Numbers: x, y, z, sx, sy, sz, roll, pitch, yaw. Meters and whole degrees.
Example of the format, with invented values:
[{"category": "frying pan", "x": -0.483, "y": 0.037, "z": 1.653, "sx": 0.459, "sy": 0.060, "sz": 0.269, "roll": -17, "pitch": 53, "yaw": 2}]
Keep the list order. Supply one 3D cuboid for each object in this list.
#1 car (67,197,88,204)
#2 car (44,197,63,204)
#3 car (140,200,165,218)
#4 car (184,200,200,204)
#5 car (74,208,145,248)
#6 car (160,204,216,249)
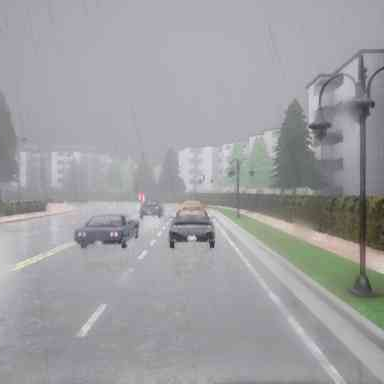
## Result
[{"category": "car", "x": -22.452, "y": 1.586, "z": 65.364, "sx": 4.718, "sy": 1.301, "sz": 1.895, "roll": 0, "pitch": 0, "yaw": 41}, {"category": "car", "x": -26.775, "y": 1.585, "z": 64.325, "sx": 4.181, "sy": 1.385, "sz": 1.994, "roll": 0, "pitch": 0, "yaw": 38}, {"category": "car", "x": -3.500, "y": 1.495, "z": 29.650, "sx": 2.128, "sy": 1.511, "sz": 4.902, "roll": 0, "pitch": 0, "yaw": 0}, {"category": "car", "x": 0.000, "y": 1.485, "z": 29.650, "sx": 1.882, "sy": 1.535, "sz": 5.008, "roll": 0, "pitch": 0, "yaw": 0}, {"category": "car", "x": -3.500, "y": 1.616, "z": 14.680, "sx": 1.895, "sy": 1.301, "sz": 4.718, "roll": 0, "pitch": 0, "yaw": 0}, {"category": "car", "x": 0.000, "y": 1.495, "z": 14.650, "sx": 2.128, "sy": 1.511, "sz": 4.902, "roll": 0, "pitch": 0, "yaw": 0}]
